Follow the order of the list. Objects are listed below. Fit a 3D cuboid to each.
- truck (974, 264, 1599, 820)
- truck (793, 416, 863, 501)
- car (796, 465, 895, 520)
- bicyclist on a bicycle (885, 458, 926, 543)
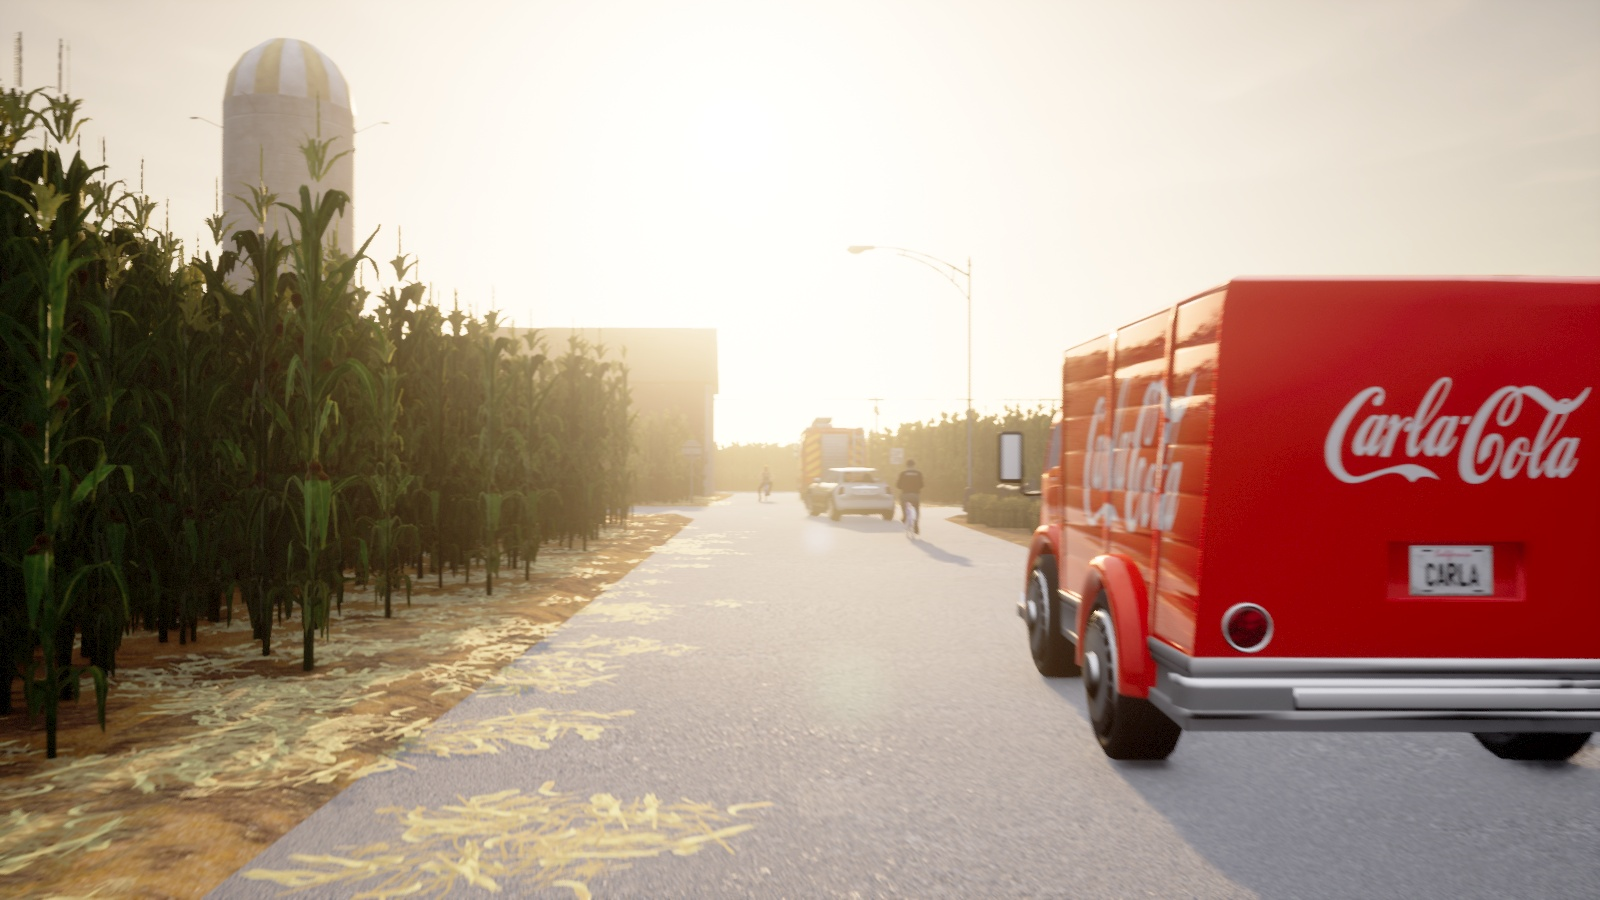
[{"bbox_3d":[2.839,0.446,8.209,2.627,2.467,5.204,0,-1,0],"label":"truck"},{"bbox_3d":[1.224,0.523,60.950,2.891,3.827,8.468,0,-2,-2],"label":"truck"},{"bbox_3d":[1.289,1.218,37.042,1.970,1.475,3.806,0,0,-13],"label":"car"},{"bbox_3d":[2.279,1.057,27.285,0.659,1.776,1.843,0,0,-2],"label":"bicyclist on a bicycle"}]
